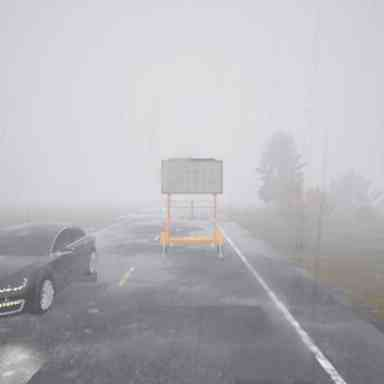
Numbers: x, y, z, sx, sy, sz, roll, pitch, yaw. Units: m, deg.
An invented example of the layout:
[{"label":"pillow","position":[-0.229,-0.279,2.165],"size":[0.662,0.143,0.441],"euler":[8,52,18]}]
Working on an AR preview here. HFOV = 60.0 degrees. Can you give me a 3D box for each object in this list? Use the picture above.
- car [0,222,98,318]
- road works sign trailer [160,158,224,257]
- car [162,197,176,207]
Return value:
[{"label":"car","position":[-3.598,1.514,7.654],"size":[1.837,1.490,4.892],"euler":[0,0,0]},{"label":"road works sign trailer","position":[0.003,0.481,13.042],"size":[2.380,3.560,2.880],"euler":[0,0,0]},{"label":"car","position":[-3.564,1.597,52.088],"size":[1.837,1.490,4.892],"euler":[0,-1,0]}]
